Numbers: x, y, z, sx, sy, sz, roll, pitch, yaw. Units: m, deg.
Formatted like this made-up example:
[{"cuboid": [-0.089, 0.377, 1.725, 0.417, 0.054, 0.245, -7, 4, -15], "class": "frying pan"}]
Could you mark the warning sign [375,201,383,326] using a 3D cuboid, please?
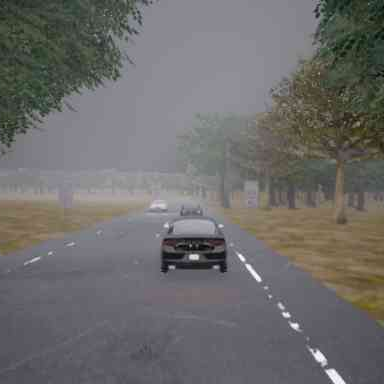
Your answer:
[{"cuboid": [3.590, 1.130, 4.707, 1.300, 1.860, 1.060, 3, 3, 0], "class": "warning sign"}]

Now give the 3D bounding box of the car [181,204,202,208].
[{"cuboid": [-0.069, 1.693, 29.714, 1.895, 1.301, 4.718, 0, 0, 0], "class": "car"}]

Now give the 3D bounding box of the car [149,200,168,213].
[{"cuboid": [-3.870, 1.660, 39.239, 1.812, 1.442, 4.674, 0, 0, -1], "class": "car"}]

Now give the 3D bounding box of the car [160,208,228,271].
[{"cuboid": [0.053, 1.509, 10.995, 1.882, 1.535, 5.008, 0, 0, 0], "class": "car"}]
